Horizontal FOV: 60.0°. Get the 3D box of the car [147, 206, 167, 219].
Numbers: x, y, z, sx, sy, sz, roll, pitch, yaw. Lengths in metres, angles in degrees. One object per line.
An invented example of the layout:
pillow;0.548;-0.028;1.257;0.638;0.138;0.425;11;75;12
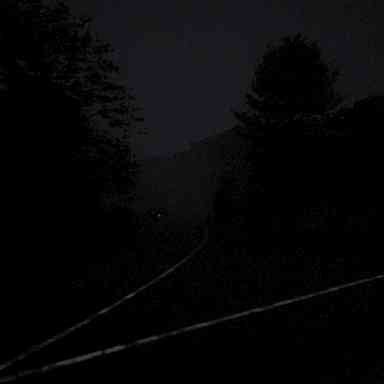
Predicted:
car;-4.175;2.377;39.252;1.895;1.301;4.718;-6;0;-13
